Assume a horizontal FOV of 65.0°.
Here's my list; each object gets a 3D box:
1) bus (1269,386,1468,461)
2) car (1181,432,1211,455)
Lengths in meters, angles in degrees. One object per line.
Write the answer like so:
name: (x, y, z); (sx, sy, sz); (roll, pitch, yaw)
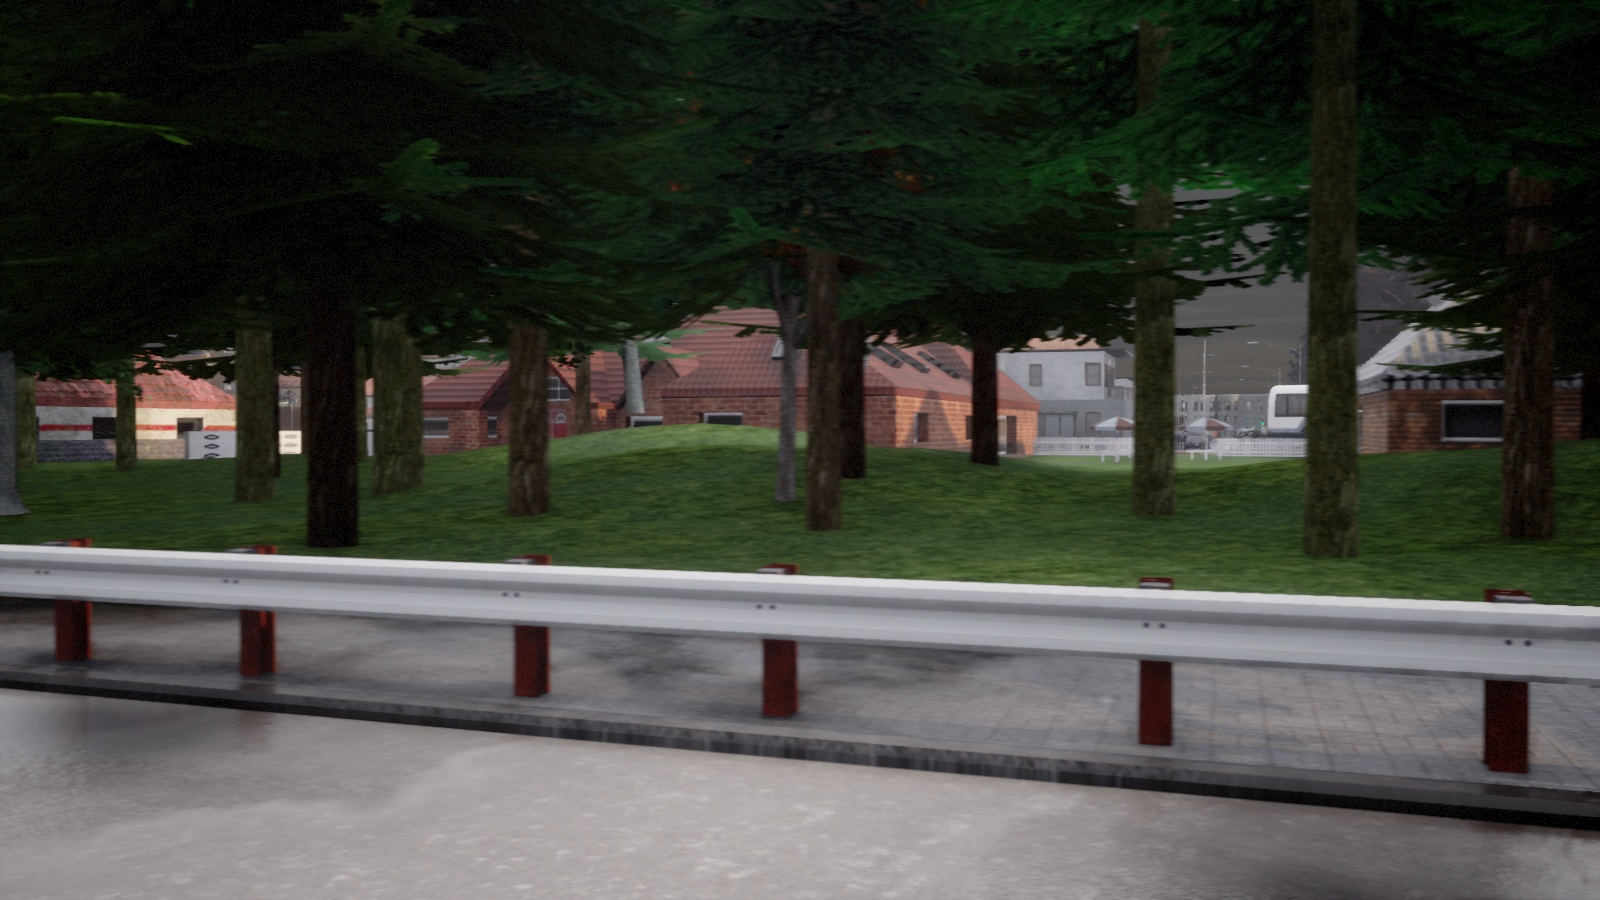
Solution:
bus: (34.061, -1.601, 75.436); (10.273, 4.253, 3.944); (1, 1, 35)
car: (27.793, -0.473, 88.139); (1.845, 1.501, 3.633); (1, 1, 20)
